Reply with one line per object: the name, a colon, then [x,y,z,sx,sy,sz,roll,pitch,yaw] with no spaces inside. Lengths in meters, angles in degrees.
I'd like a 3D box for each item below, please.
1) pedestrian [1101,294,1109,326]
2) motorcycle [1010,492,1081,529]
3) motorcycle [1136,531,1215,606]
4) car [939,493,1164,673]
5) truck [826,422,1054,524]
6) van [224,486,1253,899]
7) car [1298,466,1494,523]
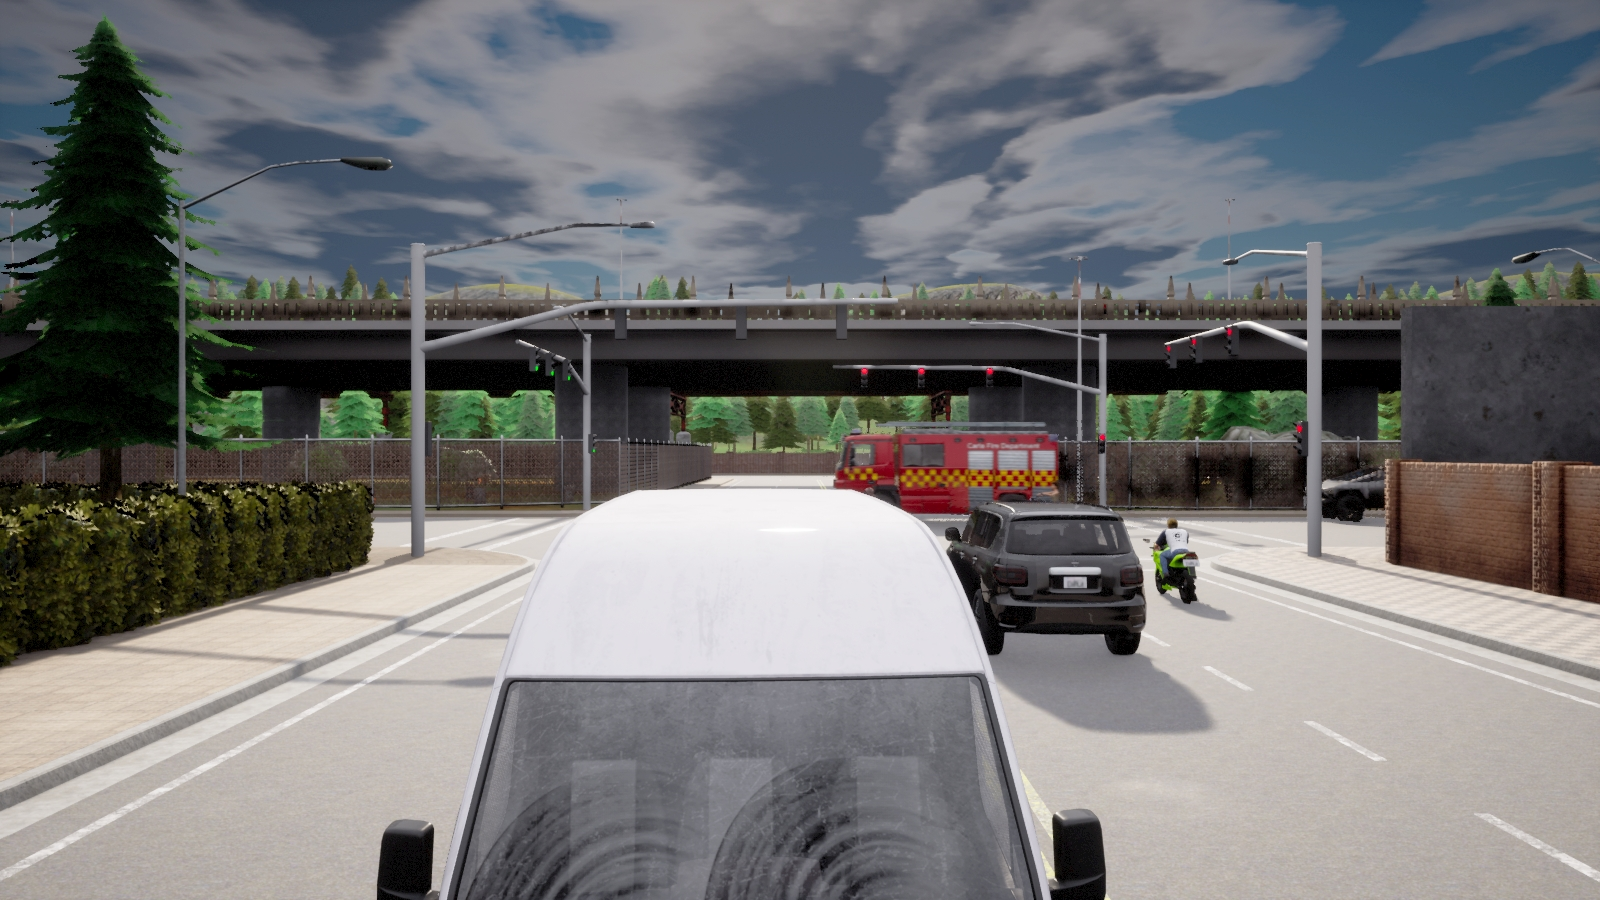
pedestrian: [18.062,-8.300,67.727,0.375,1.860,0.375,0,0,0]
motorcycle: [8.696,2.140,40.509,2.356,1.277,0.764,0,0,0]
motorcycle: [6.995,2.187,21.401,0.803,1.199,2.033,0,0,0]
car: [3.496,1.780,17.139,2.150,2.045,5.566,0,0,0]
truck: [5.271,0.860,44.260,8.468,3.827,2.891,0,0,0]
van: [-0.245,1.535,5.164,1.988,2.561,5.915,0,0,-3]
car: [22.843,1.700,43.973,6.274,2.098,2.390,0,0,0]
